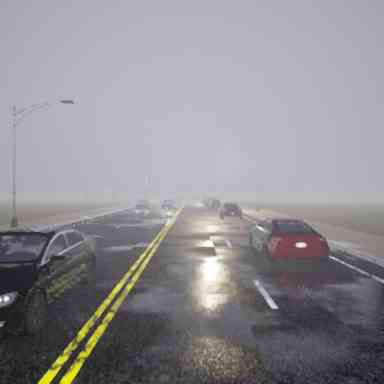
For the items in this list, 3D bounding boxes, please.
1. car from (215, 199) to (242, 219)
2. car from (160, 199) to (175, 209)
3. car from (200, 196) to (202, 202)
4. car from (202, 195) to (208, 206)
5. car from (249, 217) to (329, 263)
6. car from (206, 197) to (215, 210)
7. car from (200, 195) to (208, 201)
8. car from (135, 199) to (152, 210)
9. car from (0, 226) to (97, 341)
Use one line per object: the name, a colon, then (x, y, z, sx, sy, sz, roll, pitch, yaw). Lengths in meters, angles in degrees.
car: (3.331, 1.617, 29.599, 1.812, 1.442, 4.674, 0, 0, 0)
car: (-3.344, 1.690, 47.055, 2.033, 1.411, 5.357, 0, 0, 0)
car: (3.235, 1.708, 68.070, 2.163, 1.488, 4.792, 0, 0, 0)
car: (3.237, 1.604, 57.040, 2.033, 1.649, 4.856, 0, 0, 0)
car: (3.348, 1.602, 12.199, 1.994, 1.385, 4.181, 0, 0, 0)
car: (3.240, 1.666, 46.040, 1.812, 1.442, 4.674, 0, 0, 0)
car: (3.230, 1.719, 90.230, 1.801, 1.575, 5.366, 0, 0, 0)
car: (-6.596, 1.686, 45.749, 2.033, 1.411, 5.357, 0, 0, 0)
car: (-3.353, 1.513, 6.729, 2.128, 1.511, 4.902, 0, 0, 0)
